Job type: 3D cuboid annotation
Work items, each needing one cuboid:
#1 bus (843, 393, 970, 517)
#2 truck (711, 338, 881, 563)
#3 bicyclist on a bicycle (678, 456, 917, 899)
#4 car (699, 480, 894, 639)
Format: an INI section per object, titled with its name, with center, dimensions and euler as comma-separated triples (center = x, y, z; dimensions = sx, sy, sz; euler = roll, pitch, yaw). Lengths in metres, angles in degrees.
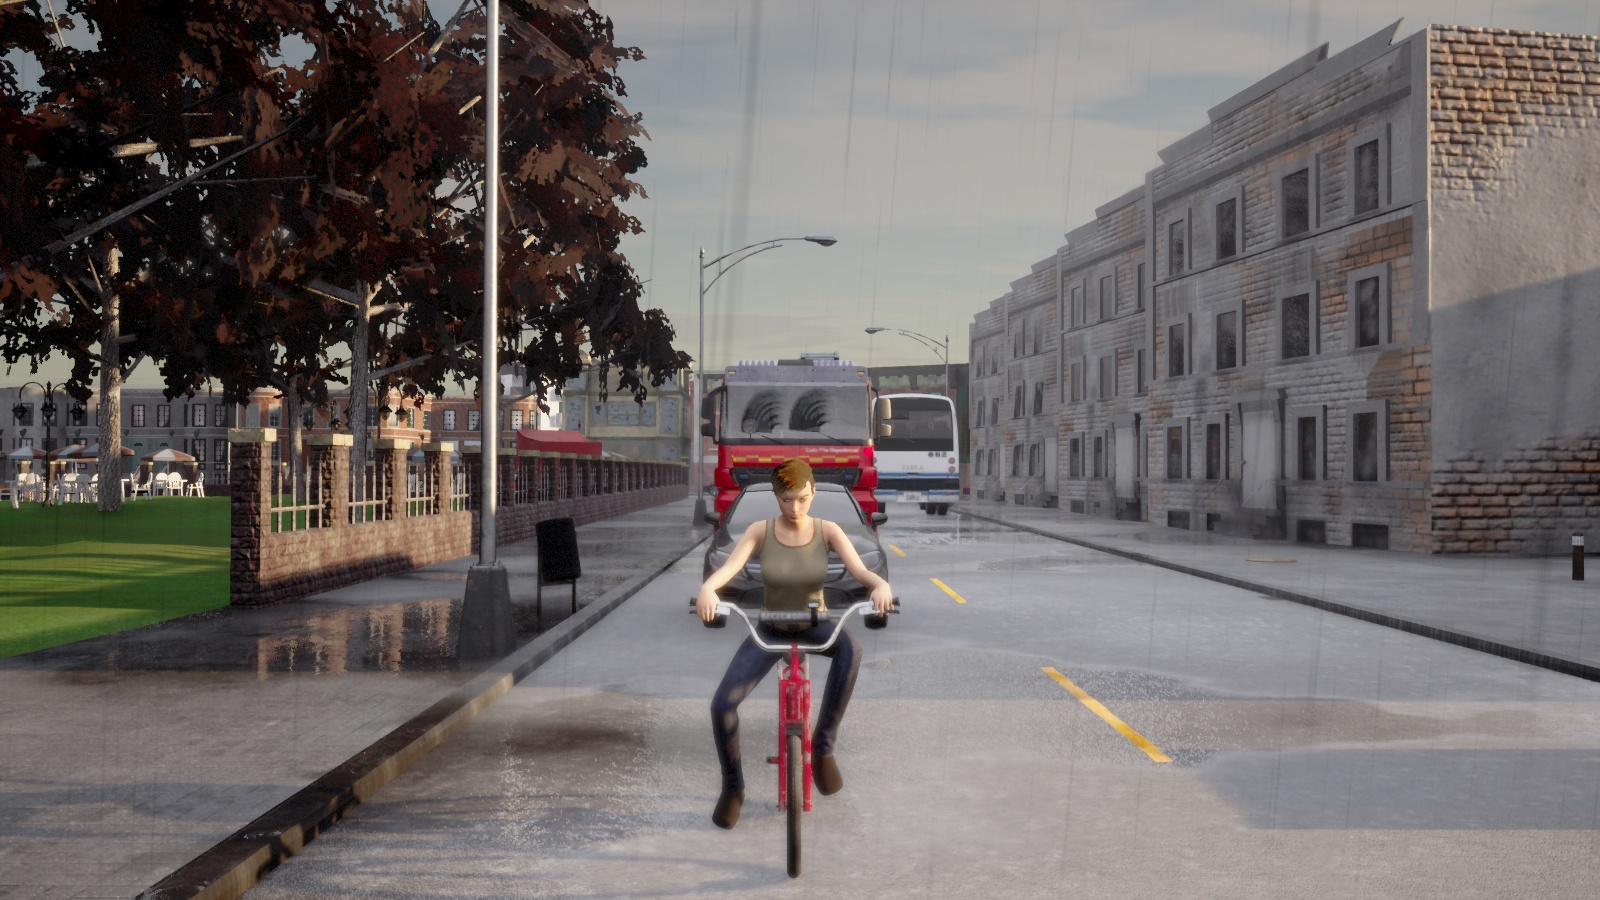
[bus]
center = 3.818, 0.229, 48.153
dimensions = 3.944, 4.253, 10.273
euler = 0, -1, 0
[truck]
center = -0.086, 0.079, 25.617
dimensions = 2.891, 3.827, 8.468
euler = 0, -1, 0
[bicyclist on a bicycle]
center = -0.018, 0.841, 5.330
dimensions = 0.866, 1.612, 1.509
euler = 0, -1, -1
[car]
center = -0.041, 1.076, 14.025
dimensions = 1.812, 1.442, 4.674
euler = 0, -1, 0
